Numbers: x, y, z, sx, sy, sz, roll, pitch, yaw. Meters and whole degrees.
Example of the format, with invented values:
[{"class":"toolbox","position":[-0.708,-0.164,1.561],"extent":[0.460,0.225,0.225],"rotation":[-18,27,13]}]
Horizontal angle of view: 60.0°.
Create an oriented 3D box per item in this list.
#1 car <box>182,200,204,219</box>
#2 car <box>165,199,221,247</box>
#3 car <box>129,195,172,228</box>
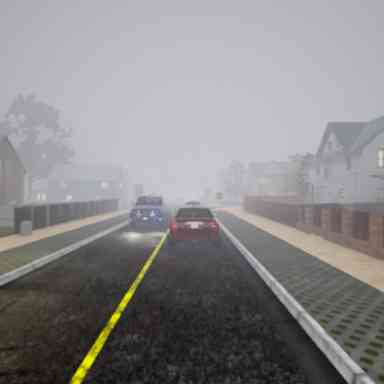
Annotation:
[{"class":"car","position":[0.099,1.571,30.886],"extent":[1.837,1.490,4.892],"rotation":[0,0,0]},{"class":"car","position":[0.100,1.367,15.171],"extent":[2.097,1.767,4.553],"rotation":[0,0,0]},{"class":"car","position":[-2.844,1.259,23.008],"extent":[2.150,2.045,5.566],"rotation":[0,0,0]}]
